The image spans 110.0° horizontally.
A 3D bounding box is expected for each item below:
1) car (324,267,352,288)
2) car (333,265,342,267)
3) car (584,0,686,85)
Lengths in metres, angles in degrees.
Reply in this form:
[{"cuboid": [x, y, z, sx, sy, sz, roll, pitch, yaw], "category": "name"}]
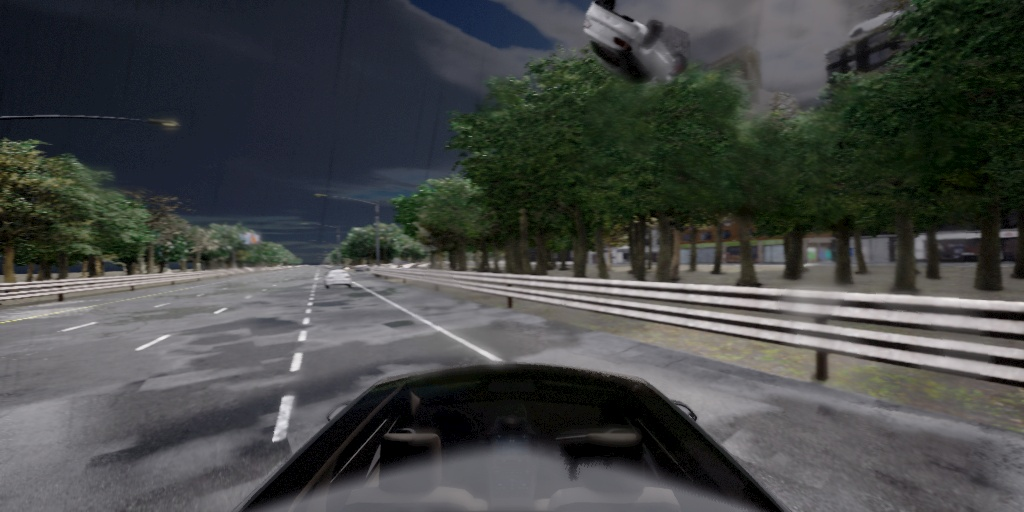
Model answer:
[{"cuboid": [-14.705, 1.900, 30.266, 1.812, 1.442, 4.674, -1, -1, -28], "category": "car"}, {"cuboid": [-27.721, 2.290, 57.265, 2.097, 1.767, 4.553, -1, -1, -18], "category": "car"}, {"cuboid": [3.641, -6.162, 10.903, 1.812, 1.442, 4.674, 44, 30, 22], "category": "car"}]
